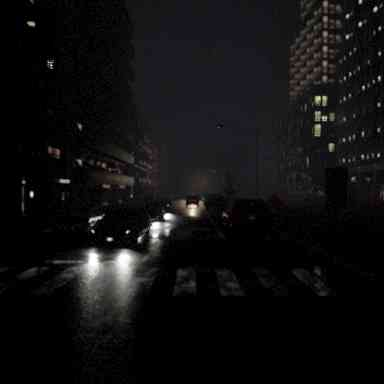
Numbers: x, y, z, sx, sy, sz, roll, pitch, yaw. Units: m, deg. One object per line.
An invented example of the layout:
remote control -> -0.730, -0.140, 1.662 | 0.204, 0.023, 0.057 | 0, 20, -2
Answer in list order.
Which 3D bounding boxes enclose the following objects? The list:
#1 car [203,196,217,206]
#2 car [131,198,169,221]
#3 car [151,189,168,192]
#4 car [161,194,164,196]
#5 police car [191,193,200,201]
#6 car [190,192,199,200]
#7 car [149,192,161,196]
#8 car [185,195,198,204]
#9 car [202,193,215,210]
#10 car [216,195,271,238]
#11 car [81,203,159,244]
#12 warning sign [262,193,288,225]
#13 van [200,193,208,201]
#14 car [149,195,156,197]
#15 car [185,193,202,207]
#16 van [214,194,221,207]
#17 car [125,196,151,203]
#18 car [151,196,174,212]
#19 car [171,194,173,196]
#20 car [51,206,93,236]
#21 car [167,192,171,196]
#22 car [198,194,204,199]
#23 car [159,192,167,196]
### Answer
car -> 2.633, 1.334, 50.300 | 1.887, 1.381, 4.507 | 0, 0, 0
car -> -3.120, 1.412, 25.505 | 1.994, 1.385, 4.181 | 0, 0, 0
car -> -8.830, 0.281, 87.853 | 2.150, 2.045, 5.566 | 4, 21, 46
car -> -5.747, 1.326, 50.291 | 1.802, 1.307, 4.206 | 0, 0, 0
police car -> 0.820, 1.126, 75.511 | 1.930, 1.638, 5.238 | 0, 0, 0
car -> 0.670, 1.026, 85.414 | 2.097, 1.767, 4.553 | 0, 0, 3
car -> -5.741, 1.203, 44.763 | 1.967, 1.590, 4.097 | 0, 0, 0
car -> -0.060, 1.246, 56.382 | 2.128, 1.511, 4.902 | 0, 0, 0
car -> 2.646, 1.143, 39.245 | 2.192, 1.841, 5.009 | 0, 0, 0
car -> 2.672, 1.229, 17.140 | 2.192, 1.841, 5.009 | 0, 0, 0
car -> -3.081, 1.437, 15.535 | 2.033, 1.411, 5.357 | 0, 0, 3
warning sign -> 5.056, 1.029, 20.398 | 1.300, 1.860, 1.060 | 1, 0, 0
van -> 2.608, 1.060, 72.405 | 1.690, 1.788, 3.998 | 0, 0, 0
car -> -5.734, 1.327, 39.236 | 1.887, 1.381, 4.507 | 0, 0, 0
car -> 0.054, 1.294, 46.225 | 1.837, 1.490, 4.892 | 0, 0, 0
van -> 2.665, 1.232, 22.666 | 1.690, 1.788, 3.998 | 0, 0, 0
car -> -5.728, 1.353, 33.710 | 2.008, 1.369, 4.403 | 0, 0, 0
car -> -3.114, 1.411, 35.516 | 1.895, 1.301, 4.718 | 0, 0, 0
car -> -5.772, 1.218, 72.396 | 1.887, 1.381, 4.507 | 0, 0, 0
car -> -5.708, 1.419, 17.131 | 2.008, 1.369, 4.403 | 0, 0, 0
car -> -5.766, 1.215, 66.700 | 1.752, 1.417, 4.829 | 0, 0, 0
car -> 2.582, 1.188, 94.682 | 1.752, 1.417, 4.829 | 0, 0, 0
car -> -5.754, 1.165, 55.816 | 1.967, 1.590, 4.097 | 0, 0, 0
